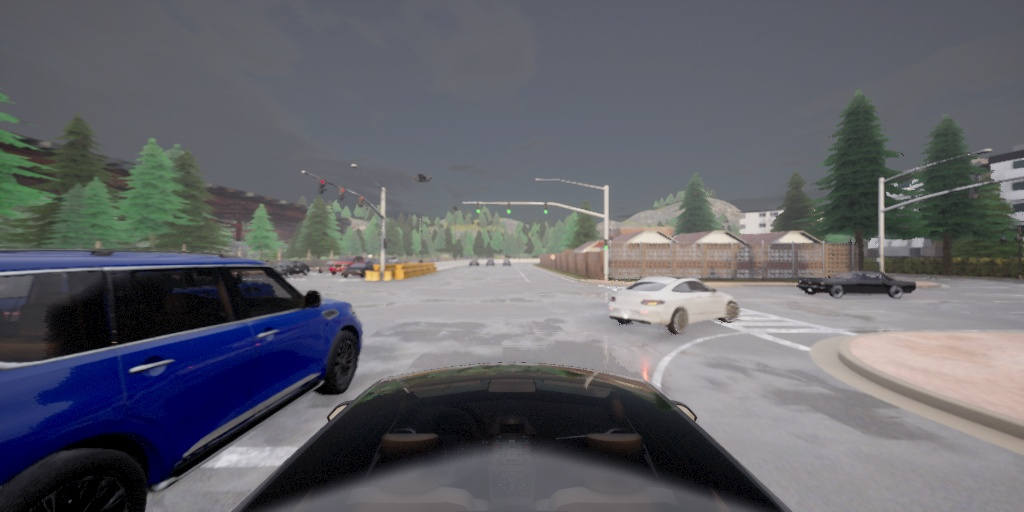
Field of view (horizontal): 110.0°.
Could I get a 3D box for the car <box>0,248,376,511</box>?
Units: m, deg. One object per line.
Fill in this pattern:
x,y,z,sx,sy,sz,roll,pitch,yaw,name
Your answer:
-3.446,0.964,3.429,2.150,2.045,5.566,0,0,-1,car

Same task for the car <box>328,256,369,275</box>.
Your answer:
-18.169,1.008,40.076,2.150,2.045,5.566,0,0,-1,car

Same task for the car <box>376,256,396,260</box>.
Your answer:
-18.276,1.168,50.070,2.097,1.767,4.553,0,0,0,car

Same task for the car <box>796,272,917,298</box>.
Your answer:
17.802,1.481,18.756,4.718,1.301,1.895,0,0,1,car

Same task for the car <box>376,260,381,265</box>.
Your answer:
-14.562,1.334,34.742,2.033,1.411,5.357,0,0,-2,car

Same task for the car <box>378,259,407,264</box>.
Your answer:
-14.727,1.378,43.980,1.994,1.385,4.181,0,0,-2,car

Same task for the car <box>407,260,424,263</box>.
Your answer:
-14.811,1.325,55.275,1.882,1.535,5.008,0,0,-1,car

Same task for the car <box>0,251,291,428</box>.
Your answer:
-7.014,0.958,6.898,2.150,2.045,5.566,0,0,-1,car

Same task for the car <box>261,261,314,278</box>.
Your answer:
-21.593,1.247,34.745,2.128,1.511,4.902,0,0,-1,car

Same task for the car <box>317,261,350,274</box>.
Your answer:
-21.702,1.308,43.793,1.812,1.442,4.674,0,0,-1,car

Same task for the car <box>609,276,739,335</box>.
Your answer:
4.849,1.324,10.676,4.674,1.442,1.812,0,-1,-35,car
